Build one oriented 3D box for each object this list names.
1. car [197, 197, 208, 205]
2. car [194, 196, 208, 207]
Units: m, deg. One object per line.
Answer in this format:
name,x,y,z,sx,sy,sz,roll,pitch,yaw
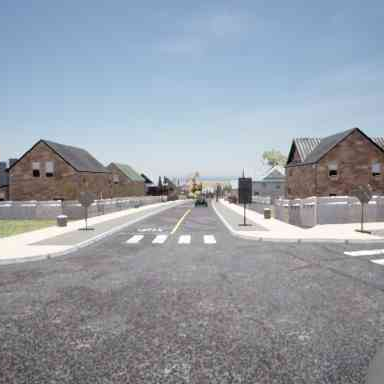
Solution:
car,2.005,1.754,64.298,2.033,1.411,5.357,0,0,3
car,1.518,1.497,54.269,2.097,1.767,4.553,0,0,3
